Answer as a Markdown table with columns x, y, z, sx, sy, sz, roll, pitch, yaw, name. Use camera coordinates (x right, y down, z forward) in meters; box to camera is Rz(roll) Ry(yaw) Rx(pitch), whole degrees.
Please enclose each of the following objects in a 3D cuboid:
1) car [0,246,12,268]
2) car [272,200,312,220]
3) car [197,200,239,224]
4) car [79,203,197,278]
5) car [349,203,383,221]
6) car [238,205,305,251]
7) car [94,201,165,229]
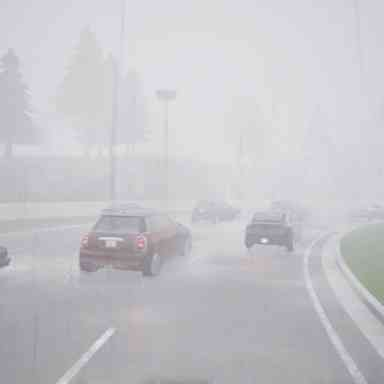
| x | y | z | sx | sy | sz | roll | pitch | yaw | name |
| --- | --- | --- | --- | --- | --- | --- | --- | --- | --- |
| -6.158 | 1.492 | 6.558 | 2.033 | 1.411 | 5.357 | 1 | 0 | 10 | car |
| 8.030 | 1.452 | 27.177 | 2.097 | 1.767 | 4.553 | 1 | 0 | 42 | car |
| 1.882 | 1.390 | 25.129 | 2.097 | 1.767 | 4.553 | 1 | 0 | 35 | car |
| -1.504 | 1.345 | 10.485 | 2.097 | 1.767 | 4.553 | 1 | 0 | 15 | car |
| 15.766 | 1.704 | 29.589 | 4.674 | 1.442 | 1.812 | 1 | 0 | -38 | car |
| 3.642 | 1.552 | 14.524 | 1.837 | 1.490 | 4.892 | 0 | 0 | 23 | car |
| -4.126 | 1.468 | 22.729 | 2.128 | 1.511 | 4.902 | 0 | 0 | 29 | car |
